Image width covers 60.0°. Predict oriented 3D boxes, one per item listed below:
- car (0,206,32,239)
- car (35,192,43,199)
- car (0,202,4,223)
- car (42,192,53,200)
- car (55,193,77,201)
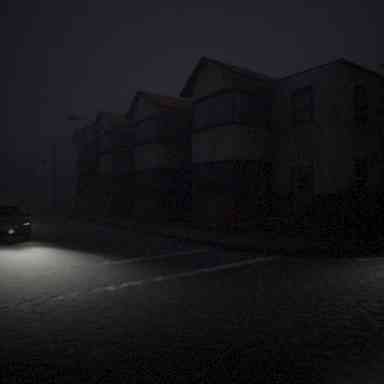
[{"bbox_3d":[-9.411,1.477,16.652,2.128,1.511,4.902,-1,0,-36],"label":"car"},{"bbox_3d":[-38.077,0.949,85.764,3.866,1.878,1.905,-1,0,-36],"label":"car"},{"bbox_3d":[-15.624,1.491,25.154,1.837,1.490,4.892,-1,0,-36],"label":"car"},{"bbox_3d":[-30.508,1.025,75.449,5.027,1.636,2.152,-1,0,-36],"label":"car"},{"bbox_3d":[-26.451,1.101,70.466,3.806,1.475,1.970,-1,0,-36],"label":"car"}]
